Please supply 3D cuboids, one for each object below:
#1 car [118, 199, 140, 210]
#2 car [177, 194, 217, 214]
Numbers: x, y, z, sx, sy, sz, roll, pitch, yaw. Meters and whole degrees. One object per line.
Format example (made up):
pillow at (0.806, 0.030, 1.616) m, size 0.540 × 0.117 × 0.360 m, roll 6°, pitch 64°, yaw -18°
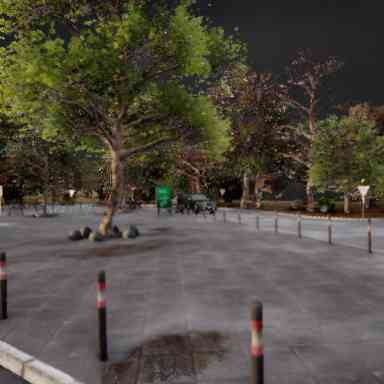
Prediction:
car at (-8.510, 1.588, 42.093) m, size 4.181 × 1.385 × 1.994 m, roll -1°, pitch 0°, yaw 2°
car at (0.341, 1.173, 34.395) m, size 2.150 × 2.045 × 5.566 m, roll 0°, pitch -1°, yaw -29°
